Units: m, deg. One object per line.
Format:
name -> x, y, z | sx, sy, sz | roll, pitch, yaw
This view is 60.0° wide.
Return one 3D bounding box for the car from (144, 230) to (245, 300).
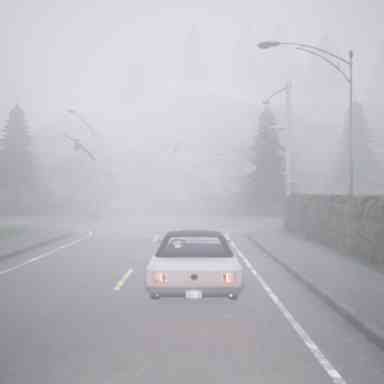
car -> 0.058, 1.598, 8.353 | 1.895, 1.301, 4.718 | 0, 0, 0
